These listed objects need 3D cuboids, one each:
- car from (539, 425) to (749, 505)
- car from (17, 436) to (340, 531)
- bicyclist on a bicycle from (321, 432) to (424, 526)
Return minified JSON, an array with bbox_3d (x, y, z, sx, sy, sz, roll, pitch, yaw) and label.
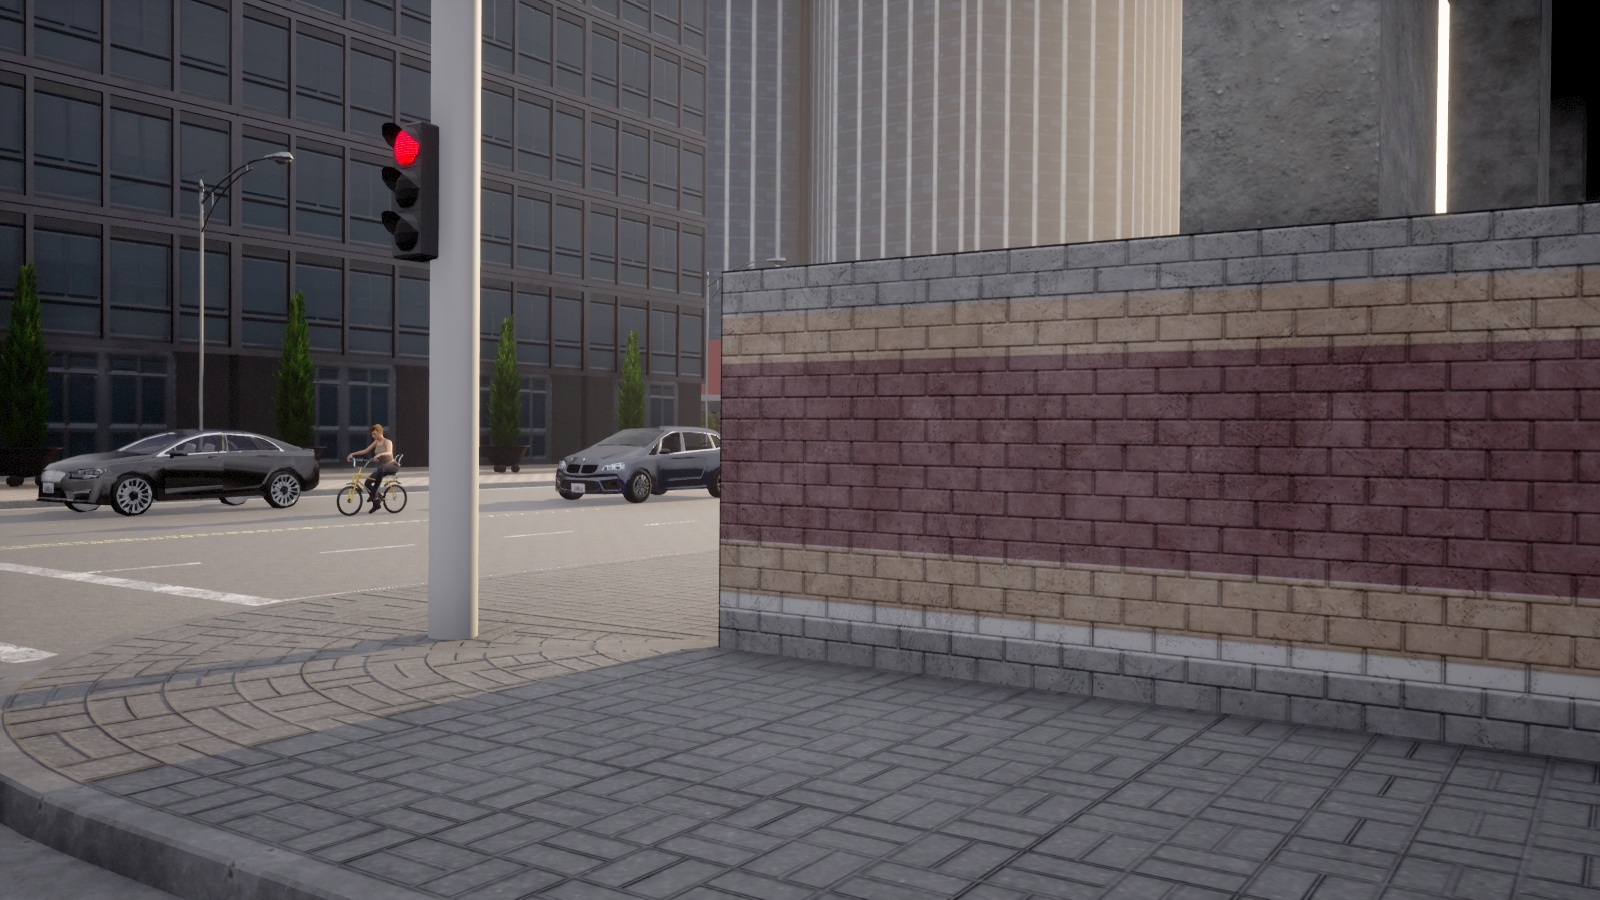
[{"bbox_3d":[-3.441,0.272,28.584,2.242,1.667,4.611,0,1,34],"label":"car"},{"bbox_3d":[-11.276,0.529,23.165,2.128,1.511,4.902,0,1,34],"label":"car"},{"bbox_3d":[-7.597,0.487,22.361,0.866,1.612,1.509,0,1,34],"label":"bicyclist on a bicycle"}]
